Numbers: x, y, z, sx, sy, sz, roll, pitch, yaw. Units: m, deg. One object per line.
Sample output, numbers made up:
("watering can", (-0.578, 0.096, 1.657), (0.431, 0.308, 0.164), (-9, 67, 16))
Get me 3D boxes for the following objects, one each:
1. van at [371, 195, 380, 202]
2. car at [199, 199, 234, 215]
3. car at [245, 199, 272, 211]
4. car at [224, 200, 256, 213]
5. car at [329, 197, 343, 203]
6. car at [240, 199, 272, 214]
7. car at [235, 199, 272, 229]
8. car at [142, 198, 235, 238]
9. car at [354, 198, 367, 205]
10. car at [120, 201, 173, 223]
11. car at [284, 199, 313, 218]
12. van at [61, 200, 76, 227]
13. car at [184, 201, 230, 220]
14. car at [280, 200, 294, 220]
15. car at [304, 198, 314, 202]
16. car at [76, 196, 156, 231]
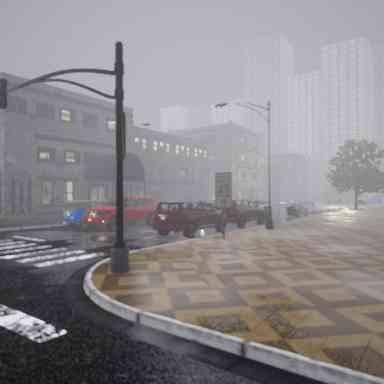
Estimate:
("van", (44.713, 1.697, 80.994), (1.690, 1.788, 3.998), (-1, -1, 35))
("car", (2.738, 1.574, 36.261), (1.967, 1.590, 4.097), (-1, -1, 35))
("car", (9.127, 1.727, 45.273), (2.008, 1.369, 4.403), (-1, -1, 35))
("car", (5.932, 1.705, 40.766), (2.008, 1.369, 4.403), (-1, -1, 35))
("car", (34.681, 1.920, 81.328), (2.008, 1.369, 4.403), (-1, -1, 35))
("car", (7.472, 1.643, 38.430), (1.837, 1.490, 4.892), (0, 0, 36))
("car", (3.186, 1.370, 22.404), (2.192, 1.841, 5.009), (-1, -1, 35))
("car", (-0.008, 1.352, 17.898), (2.192, 1.841, 5.009), (-1, -1, 35))
("car", (31.937, 1.804, 62.964), (2.008, 1.369, 4.403), (-1, -1, 35))
("car", (-3.651, 1.535, 27.247), (1.967, 1.590, 4.097), (-1, -1, 35))
("car", (9.577, 1.660, 31.416), (1.947, 1.339, 4.313), (-1, -1, 35))
("van", (-6.846, 1.418, 22.741), (1.690, 1.788, 3.998), (-1, -1, 35))
("car", (1.442, 1.626, 29.932), (1.812, 1.442, 4.674), (0, 0, 36))
("car", (6.382, 1.619, 26.909), (1.887, 1.381, 4.507), (-1, -1, 35))
("car", (21.904, 1.820, 63.301), (2.008, 1.369, 4.403), (-1, -1, 35))
("car", (-4.392, 1.289, 21.721), (2.150, 2.045, 5.566), (0, 0, 35))
